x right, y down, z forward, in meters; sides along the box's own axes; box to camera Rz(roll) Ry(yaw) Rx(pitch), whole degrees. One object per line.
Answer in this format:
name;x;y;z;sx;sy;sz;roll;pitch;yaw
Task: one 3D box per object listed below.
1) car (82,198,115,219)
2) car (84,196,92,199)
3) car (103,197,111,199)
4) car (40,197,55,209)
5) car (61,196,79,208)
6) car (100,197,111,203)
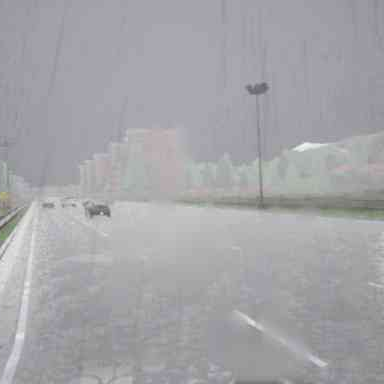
car;-9.027;1.663;31.718;1.837;1.490;4.892;-2;0;-25
car;-19.473;1.904;62.541;1.812;1.442;4.674;-2;0;-25
car;-16.199;1.806;63.803;1.994;1.385;4.181;-2;0;-25
car;-25.216;2.151;58.307;1.812;1.442;4.674;-2;0;-25
car;-22.374;1.723;60.461;2.150;2.045;5.566;-2;0;-25
car;-21.897;1.937;84.276;1.895;1.301;4.718;-2;0;-25
